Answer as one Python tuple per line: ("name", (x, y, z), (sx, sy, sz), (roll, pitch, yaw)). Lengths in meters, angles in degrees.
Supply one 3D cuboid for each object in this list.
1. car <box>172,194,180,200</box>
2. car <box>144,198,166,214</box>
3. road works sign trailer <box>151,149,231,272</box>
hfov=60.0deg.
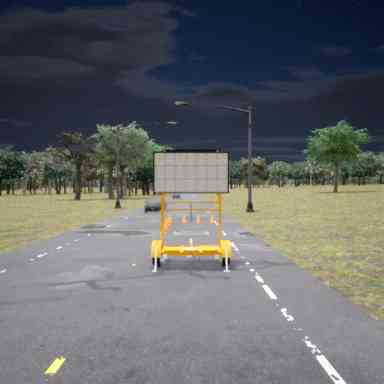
("car", (-3.696, 1.017, 77.553), (2.033, 1.411, 5.357), (0, 1, 0))
("car", (-3.684, 1.345, 33.853), (1.882, 1.535, 5.008), (0, 0, 0))
("road works sign trailer", (-0.026, 0.445, 10.692), (2.380, 3.560, 2.880), (0, 0, 0))
